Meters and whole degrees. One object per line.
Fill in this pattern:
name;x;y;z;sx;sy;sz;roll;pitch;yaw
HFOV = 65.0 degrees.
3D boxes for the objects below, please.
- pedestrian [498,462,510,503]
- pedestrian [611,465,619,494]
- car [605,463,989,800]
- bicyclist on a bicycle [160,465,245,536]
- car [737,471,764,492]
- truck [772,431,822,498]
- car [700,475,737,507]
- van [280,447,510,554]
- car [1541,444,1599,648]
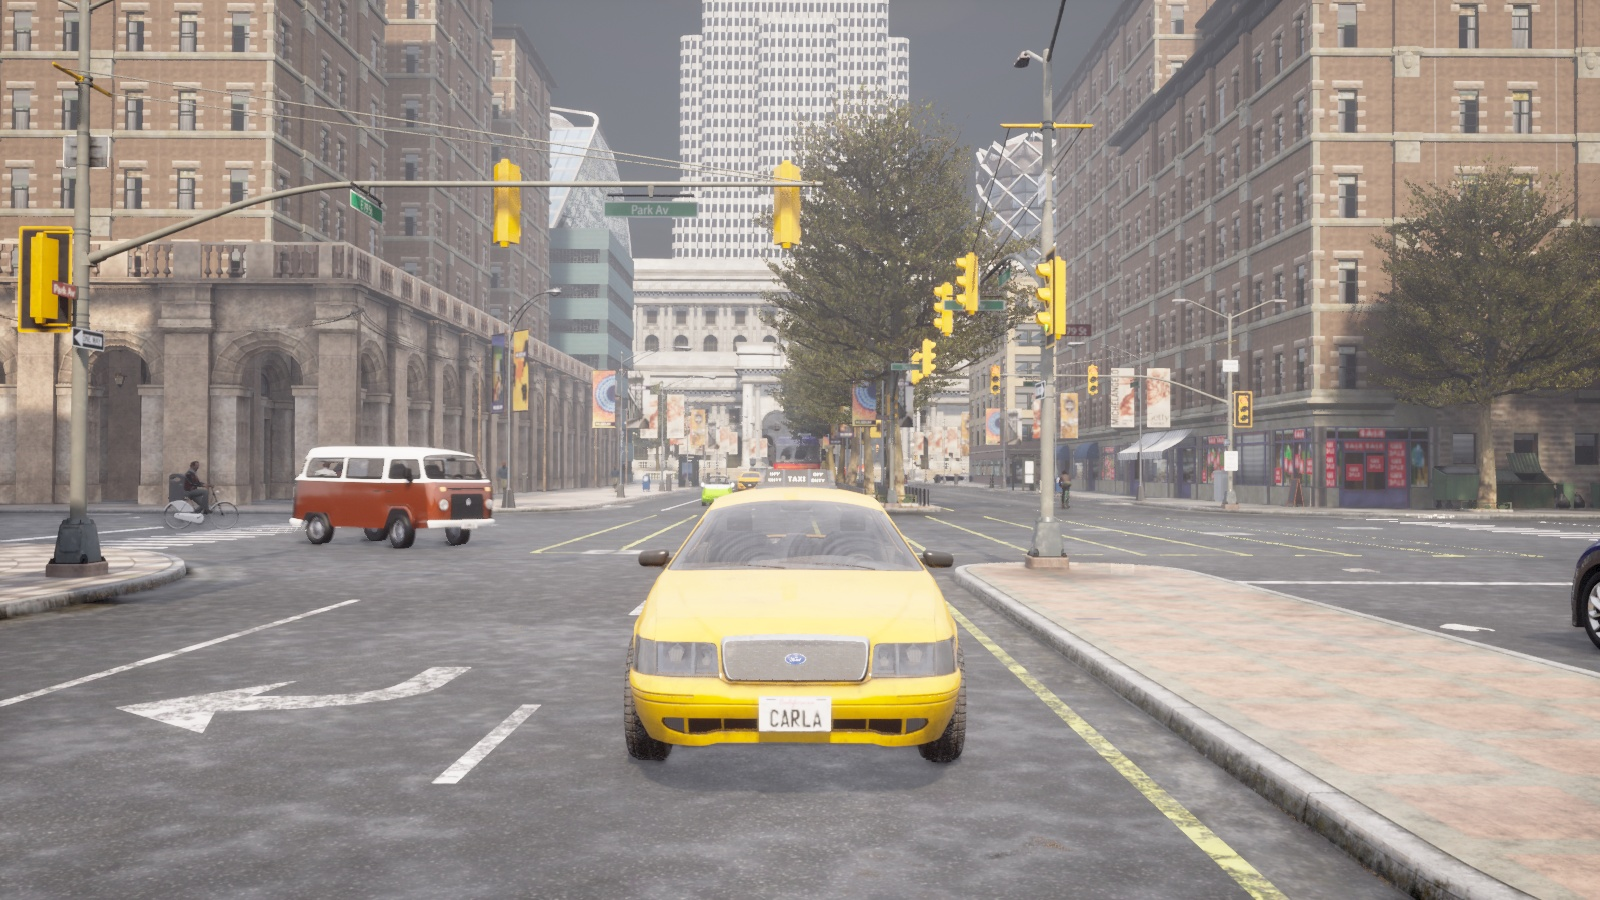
pedestrian;-13.637;1.496;57.922;0.370;1.835;0.726;0;-1;0
pedestrian;-11.601;1.838;78.827;0.370;1.835;0.726;0;-1;2
car;-0.020;0.898;8.598;1.801;1.575;5.366;0;-1;0
bicyclist on a bicycle;-15.276;1.285;32.138;1.843;1.776;0.659;0;-1;-5
car;-3.716;2.403;95.250;1.882;1.535;5.008;0;-1;0
truck;-0.173;0.927;76.185;2.891;3.827;8.468;0;-1;0
car;-3.627;1.823;56.088;1.481;1.376;2.207;0;-1;0
van;-8.354;1.004;25.842;4.480;2.038;2.069;-1;-2;31
car;7.978;0.799;9.444;2.097;1.767;4.553;0;-1;0
